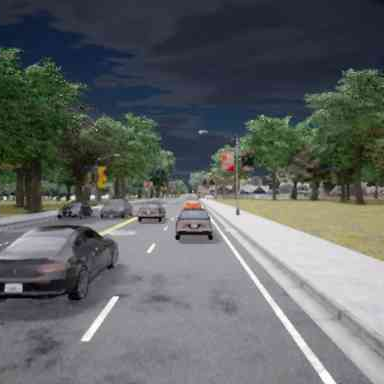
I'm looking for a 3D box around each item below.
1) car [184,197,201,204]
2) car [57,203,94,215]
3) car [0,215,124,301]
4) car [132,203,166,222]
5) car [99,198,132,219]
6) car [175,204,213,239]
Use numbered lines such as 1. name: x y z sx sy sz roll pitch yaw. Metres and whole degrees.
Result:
1. car: 0.106 1.417 41.989 2.097 1.767 4.553 0 0 0
2. car: -9.818 1.590 28.201 1.994 1.385 4.181 0 0 0
3. car: -3.149 1.528 8.184 1.812 1.442 4.674 0 0 0
4. car: -3.145 1.569 26.552 2.033 1.411 5.357 0 0 0
5. car: -6.560 1.379 29.164 2.097 1.767 4.553 0 0 0
6. car: 0.102 1.556 17.346 2.033 1.411 5.357 0 0 0
